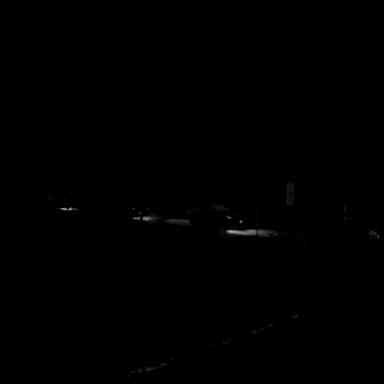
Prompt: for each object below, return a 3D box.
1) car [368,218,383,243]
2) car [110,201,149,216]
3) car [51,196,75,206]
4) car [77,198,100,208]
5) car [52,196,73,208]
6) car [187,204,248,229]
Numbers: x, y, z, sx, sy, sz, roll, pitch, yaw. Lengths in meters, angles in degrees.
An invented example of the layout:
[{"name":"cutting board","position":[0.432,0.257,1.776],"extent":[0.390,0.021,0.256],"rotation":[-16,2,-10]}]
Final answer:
[{"name":"car","position":[8.955,1.356,13.140],"extent":[2.097,1.767,4.553],"rotation":[1,0,2]},{"name":"car","position":[-5.928,1.558,31.470],"extent":[1.895,1.301,4.718],"rotation":[1,-1,-38]},{"name":"car","position":[-21.172,1.463,54.497],"extent":[2.128,1.511,4.902],"rotation":[1,-1,-41]},{"name":"car","position":[-14.488,1.507,46.690],"extent":[1.812,1.442,4.674],"rotation":[1,-1,-40]},{"name":"car","position":[-18.284,1.420,46.833],"extent":[2.128,1.511,4.902],"rotation":[1,-1,-40]},{"name":"car","position":[1.522,1.497,21.692],"extent":[1.812,1.442,4.674],"rotation":[1,-1,-37]}]
